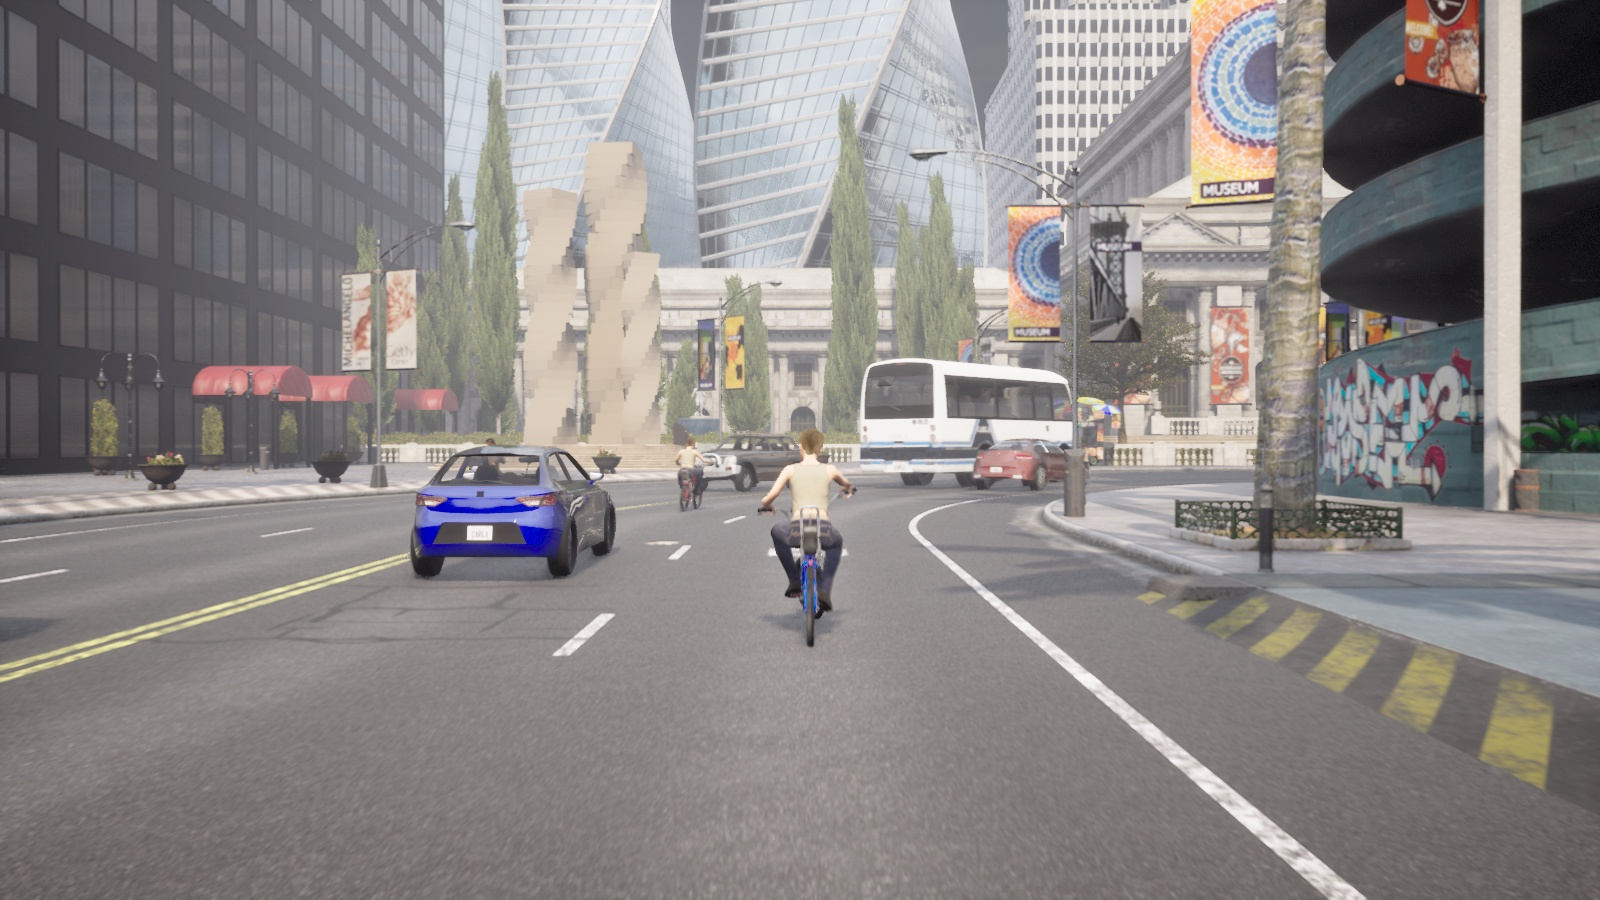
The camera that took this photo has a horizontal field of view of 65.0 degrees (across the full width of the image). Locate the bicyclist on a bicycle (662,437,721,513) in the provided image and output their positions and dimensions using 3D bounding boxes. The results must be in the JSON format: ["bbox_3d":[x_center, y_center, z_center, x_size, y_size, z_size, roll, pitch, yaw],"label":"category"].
[{"bbox_3d":[-2.375,0.526,27.576,0.866,1.612,1.509,1,0,12],"label":"bicyclist on a bicycle"}]

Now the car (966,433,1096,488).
[{"bbox_3d":[7.530,0.303,40.545,2.152,1.651,5.027,0,0,36],"label":"car"}]

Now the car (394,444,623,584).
[{"bbox_3d":[-3.394,0.670,15.448,1.816,1.474,4.193,0,0,0],"label":"car"}]

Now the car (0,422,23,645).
[{"bbox_3d":[-6.945,0.631,7.138,2.033,1.649,4.856,0,0,0],"label":"car"}]

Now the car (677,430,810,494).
[{"bbox_3d":[-1.693,0.340,39.269,1.932,1.855,4.605,0,0,31],"label":"car"}]

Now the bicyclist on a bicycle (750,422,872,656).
[{"bbox_3d":[0.077,0.624,9.728,0.866,1.612,1.509,0,4,0],"label":"bicyclist on a bicycle"}]

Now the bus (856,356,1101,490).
[{"bbox_3d":[6.664,-0.878,44.989,3.944,4.253,10.273,0,0,39],"label":"bus"}]
